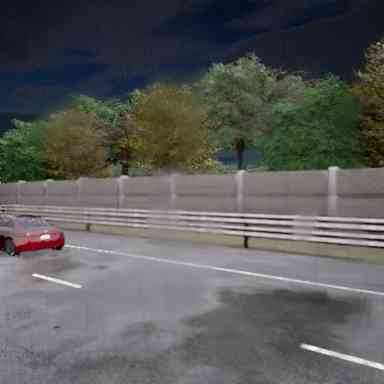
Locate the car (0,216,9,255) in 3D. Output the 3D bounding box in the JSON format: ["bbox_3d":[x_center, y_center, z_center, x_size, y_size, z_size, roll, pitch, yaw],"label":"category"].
[{"bbox_3d":[-7.700,1.246,9.394,5.566,2.045,2.150,0,0,36],"label":"car"}]

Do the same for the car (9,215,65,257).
[{"bbox_3d":[-6.900,1.592,13.142,4.181,1.385,1.994,0,0,36],"label":"car"}]
